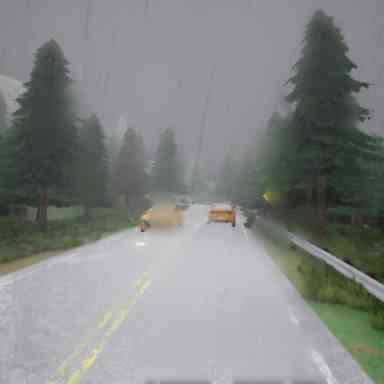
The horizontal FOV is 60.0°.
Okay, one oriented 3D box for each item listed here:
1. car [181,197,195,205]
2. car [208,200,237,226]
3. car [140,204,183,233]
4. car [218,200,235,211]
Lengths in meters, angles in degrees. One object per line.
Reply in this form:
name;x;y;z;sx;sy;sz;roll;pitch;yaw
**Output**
car;-0.764;1.608;62.110;2.128;1.511;4.902;3;0;-16
car;2.286;1.594;24.784;1.882;1.535;5.008;1;0;8
car;-1.722;1.519;20.097;1.882;1.535;5.008;1;0;7
car;4.722;1.812;45.978;1.994;1.385;4.181;1;0;1
